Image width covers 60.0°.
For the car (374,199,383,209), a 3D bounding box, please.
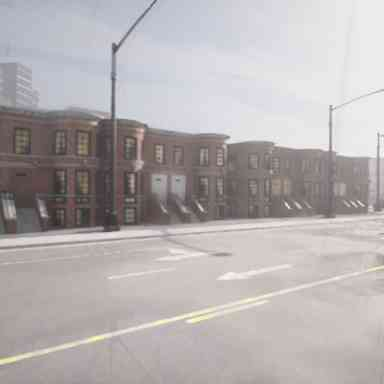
[{"bbox_3d":[31.126,1.963,52.391,2.097,1.767,4.553,1,0,-15],"label":"car"}]
